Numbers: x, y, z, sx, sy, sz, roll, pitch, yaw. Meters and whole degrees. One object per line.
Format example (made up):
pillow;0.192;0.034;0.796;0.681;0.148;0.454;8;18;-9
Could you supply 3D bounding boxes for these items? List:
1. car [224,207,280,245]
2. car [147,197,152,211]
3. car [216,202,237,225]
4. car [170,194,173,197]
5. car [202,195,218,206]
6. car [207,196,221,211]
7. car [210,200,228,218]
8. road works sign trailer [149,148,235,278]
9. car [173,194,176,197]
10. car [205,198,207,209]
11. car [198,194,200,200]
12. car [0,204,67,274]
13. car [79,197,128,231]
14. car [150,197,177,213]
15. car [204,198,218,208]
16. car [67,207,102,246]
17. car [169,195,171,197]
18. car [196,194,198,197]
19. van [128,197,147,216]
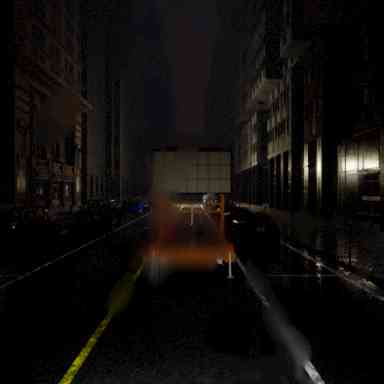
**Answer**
car;2.774;1.567;15.255;1.947;1.339;4.313;0;0;0
car;-5.736;1.535;37.484;1.752;1.417;4.829;0;0;0
car;2.778;1.568;20.857;1.947;1.339;4.313;0;0;0
car;-5.714;1.600;71.265;1.947;1.339;4.313;0;0;0
car;2.793;1.328;43.265;2.192;1.841;5.009;0;0;0
car;2.786;1.447;32.061;1.967;1.590;4.097;0;0;0
car;2.782;1.555;26.458;2.008;1.369;4.403;0;0;0
road works sign trailer;0.006;0.465;10.107;2.380;3.560;2.880;0;0;0
car;-5.707;1.595;82.468;2.008;1.369;4.403;0;0;0
car;2.789;1.592;37.662;1.802;1.307;4.206;0;0;0
car;2.811;1.616;71.276;1.802;1.307;4.206;0;0;0
car;-5.754;1.315;9.646;2.192;1.841;5.009;0;0;0
car;-5.746;1.317;20.849;2.192;1.841;5.009;0;0;0
car;-3.074;1.556;36.997;2.033;1.411;5.357;0;0;0
car;2.796;1.599;48.867;1.802;1.307;4.206;0;0;0
car;-5.751;1.583;15.247;1.802;1.307;4.206;0;0;0
car;-5.718;1.612;65.662;1.802;1.307;4.206;0;0;0
car;2.826;1.600;93.683;1.887;1.381;4.507;0;0;0
van;-5.739;1.348;32.052;1.690;1.788;3.998;0;0;0
